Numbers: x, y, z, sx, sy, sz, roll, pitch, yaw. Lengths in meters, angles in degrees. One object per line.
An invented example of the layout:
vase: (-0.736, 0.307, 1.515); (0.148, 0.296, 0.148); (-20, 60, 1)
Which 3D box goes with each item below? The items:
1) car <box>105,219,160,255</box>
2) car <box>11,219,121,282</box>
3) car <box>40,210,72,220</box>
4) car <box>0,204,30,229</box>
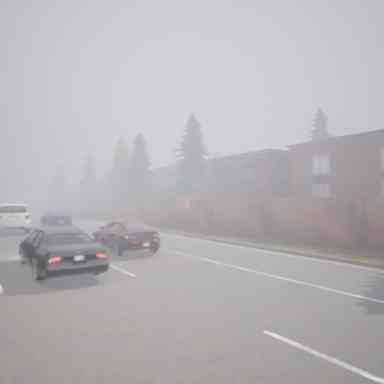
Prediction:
car: (-3.103, 1.970, 15.297); (1.812, 1.442, 4.674); (1, -2, -34)
car: (-4.396, 1.855, 10.912); (2.033, 1.411, 5.357); (1, -2, -34)
car: (-11.478, 2.251, 27.926); (1.882, 1.535, 5.008); (1, -2, -33)
car: (-13.121, 1.872, 24.023); (2.150, 2.045, 5.566); (1, -2, -33)
